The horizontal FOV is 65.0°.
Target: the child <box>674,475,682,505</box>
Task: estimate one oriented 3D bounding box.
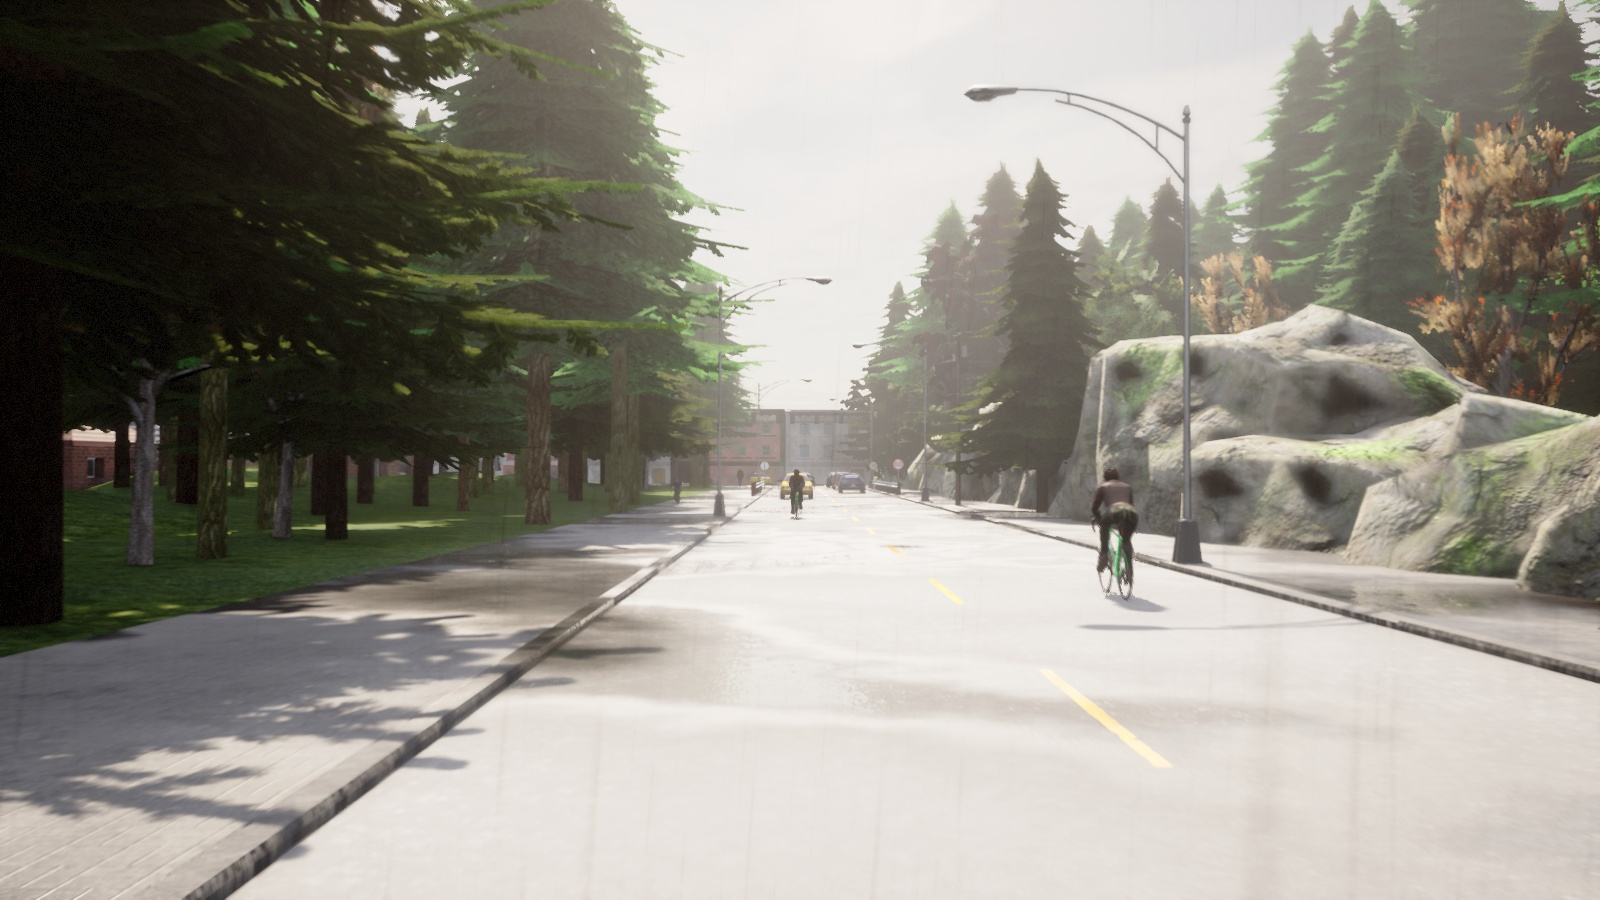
[{"bbox_3d":[-5.308,1.740,54.640,0.270,1.263,0.437,0,-1,2],"label":"child"}]

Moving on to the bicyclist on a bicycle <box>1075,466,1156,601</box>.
[{"bbox_3d":[3.962,1.017,15.876,0.582,1.620,1.656,0,-1,0],"label":"bicyclist on a bicycle"}]

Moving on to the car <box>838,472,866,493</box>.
[{"bbox_3d":[3.728,2.341,90.524,1.812,1.442,4.674,0,-1,0],"label":"car"}]

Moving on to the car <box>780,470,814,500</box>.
[{"bbox_3d":[-0.166,1.926,70.097,1.801,1.575,5.366,0,-1,0],"label":"car"}]
